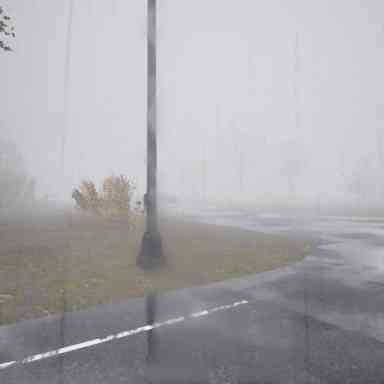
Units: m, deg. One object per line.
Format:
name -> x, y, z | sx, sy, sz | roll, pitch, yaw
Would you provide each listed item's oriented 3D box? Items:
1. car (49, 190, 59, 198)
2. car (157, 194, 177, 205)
car -> -31.965, 0.441, 76.819 | 2.097, 1.767, 4.553 | -1, 1, -28
car -> -4.047, 0.977, 47.207 | 1.882, 1.535, 5.008 | -1, 1, -35
